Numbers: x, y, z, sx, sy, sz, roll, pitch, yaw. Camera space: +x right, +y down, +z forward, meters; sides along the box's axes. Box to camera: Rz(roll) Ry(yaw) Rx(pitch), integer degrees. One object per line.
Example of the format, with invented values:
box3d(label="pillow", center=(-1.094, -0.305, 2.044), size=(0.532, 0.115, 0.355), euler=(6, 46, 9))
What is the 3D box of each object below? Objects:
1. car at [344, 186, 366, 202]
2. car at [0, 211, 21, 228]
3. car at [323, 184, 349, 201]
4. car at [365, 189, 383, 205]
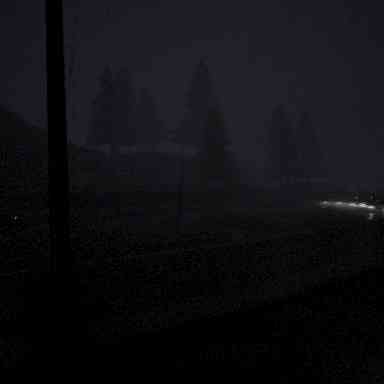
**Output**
box3d(label="car", center=(20.406, 0.348, 39.741), size=(2.128, 1.511, 4.902), euler=(0, 2, 42))
box3d(label="car", center=(-11.915, 1.456, 17.216), size=(5.357, 1.411, 2.033), euler=(-2, 1, -31))
box3d(label="car", center=(18.950, 0.040, 43.337), size=(2.150, 2.045, 5.566), euler=(0, 2, 41))
box3d(label="car", center=(19.408, 0.520, 33.518), size=(1.812, 1.442, 4.674), euler=(0, 2, 44))
